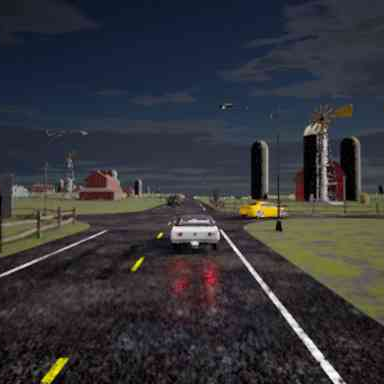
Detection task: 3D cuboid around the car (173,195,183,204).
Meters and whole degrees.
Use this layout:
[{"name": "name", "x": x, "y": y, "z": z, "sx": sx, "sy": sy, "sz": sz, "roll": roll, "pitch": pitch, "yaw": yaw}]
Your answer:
[{"name": "car", "x": -3.376, "y": 1.785, "z": 79.473, "sx": 2.150, "sy": 2.045, "sz": 5.566, "roll": 0, "pitch": -1, "yaw": 0}]

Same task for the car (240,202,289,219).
[{"name": "car", "x": 6.761, "y": 1.649, "z": 30.867, "sx": 5.008, "sy": 1.535, "sz": 1.882, "roll": 1, "pitch": -2, "yaw": -31}]

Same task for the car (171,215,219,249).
[{"name": "car", "x": 0.119, "y": 1.688, "z": 15.029, "sx": 1.895, "sy": 1.301, "sz": 4.718, "roll": 0, "pitch": 0, "yaw": 0}]

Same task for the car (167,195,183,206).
[{"name": "car", "x": -3.434, "y": 1.642, "z": 62.809, "sx": 2.150, "sy": 2.045, "sz": 5.566, "roll": 0, "pitch": 0, "yaw": 1}]
